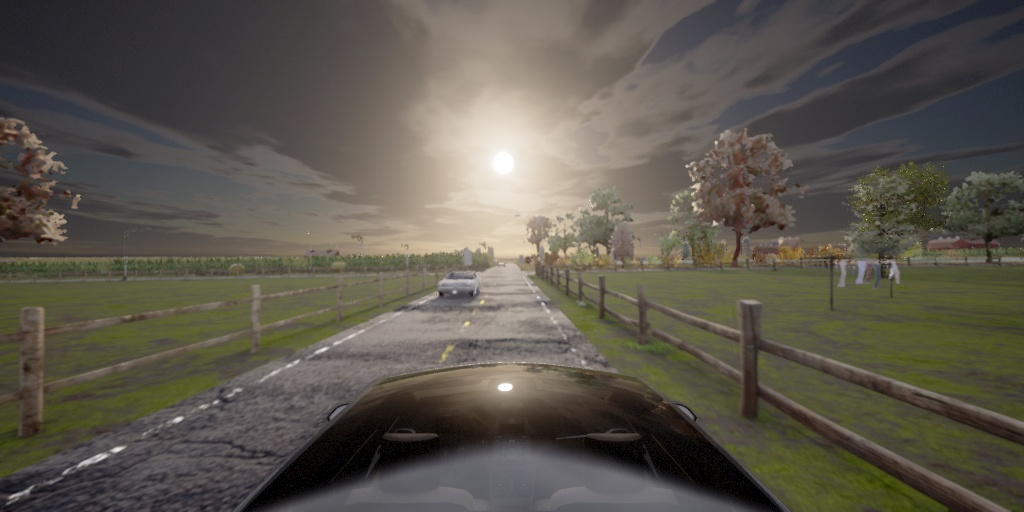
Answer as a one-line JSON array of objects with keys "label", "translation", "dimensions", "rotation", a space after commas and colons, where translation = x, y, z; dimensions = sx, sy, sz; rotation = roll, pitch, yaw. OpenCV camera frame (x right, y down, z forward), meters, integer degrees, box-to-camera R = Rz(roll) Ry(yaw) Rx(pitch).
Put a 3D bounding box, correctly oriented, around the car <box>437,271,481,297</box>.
[{"label": "car", "translation": [-2.861, 1.521, 20.150], "dimensions": [1.895, 1.301, 4.718], "rotation": [0, -1, 0]}]
